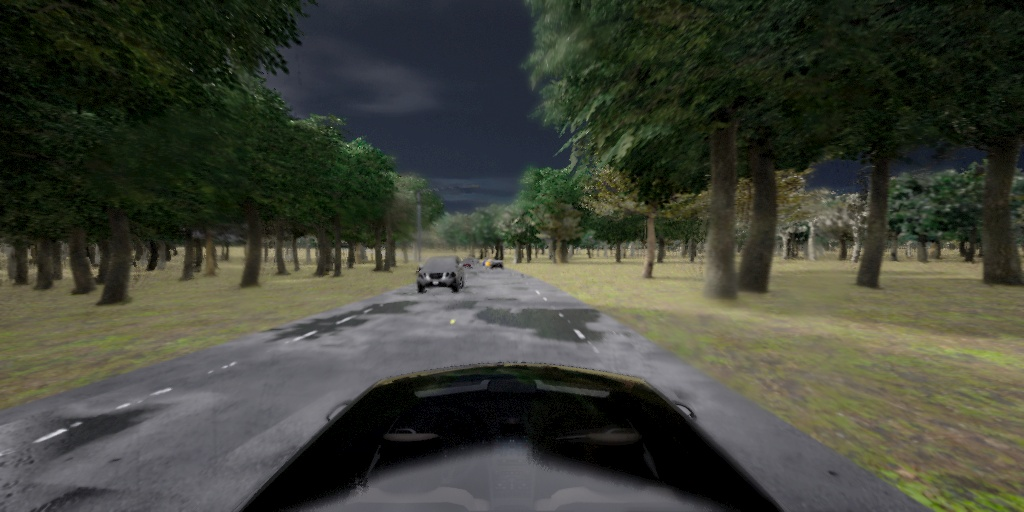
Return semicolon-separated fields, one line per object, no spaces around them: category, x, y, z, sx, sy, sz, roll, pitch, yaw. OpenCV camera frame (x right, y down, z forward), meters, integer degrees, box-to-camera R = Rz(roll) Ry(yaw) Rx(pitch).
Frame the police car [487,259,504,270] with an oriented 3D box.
police car;-2.400;1.249;56.262;1.930;1.638;5.238;-1;0;-7

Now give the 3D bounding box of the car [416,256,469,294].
car;-4.011;1.016;21.031;2.150;2.045;5.566;0;0;-2

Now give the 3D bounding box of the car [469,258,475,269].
car;-7.679;1.470;61.061;1.895;1.301;4.718;-1;0;-8
